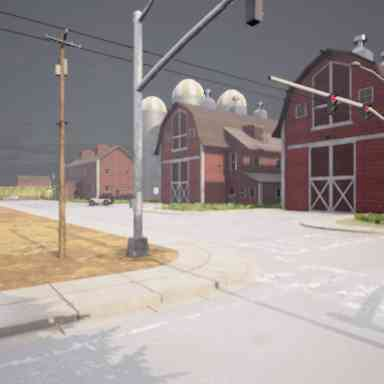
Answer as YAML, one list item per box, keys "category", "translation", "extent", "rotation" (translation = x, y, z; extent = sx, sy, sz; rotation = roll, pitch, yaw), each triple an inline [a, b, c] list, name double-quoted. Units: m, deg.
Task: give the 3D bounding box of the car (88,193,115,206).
- category: "car"
  translation: [-13.740, 1.116, 50.697]
  extent: [3.866, 1.878, 1.905]
  rotation: [-2, 5, 11]
